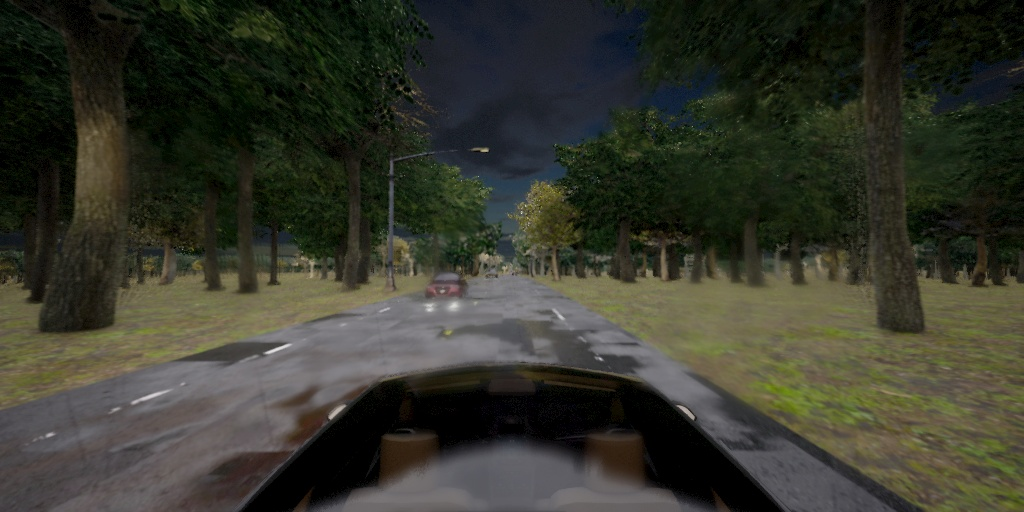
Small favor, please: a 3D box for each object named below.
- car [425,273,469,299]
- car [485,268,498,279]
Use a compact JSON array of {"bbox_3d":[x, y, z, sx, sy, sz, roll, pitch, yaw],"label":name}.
[{"bbox_3d":[-3.593,1.684,20.507,1.994,1.385,4.181,0,-2,0],"label":"car"},{"bbox_3d":[-3.504,3.042,62.770,2.097,1.767,4.553,0,-2,0],"label":"car"}]
